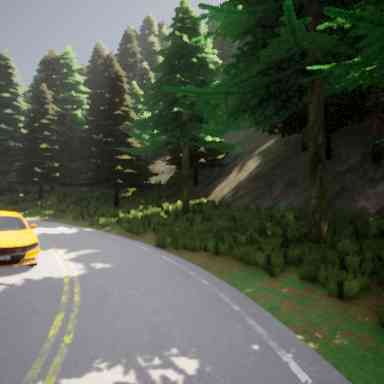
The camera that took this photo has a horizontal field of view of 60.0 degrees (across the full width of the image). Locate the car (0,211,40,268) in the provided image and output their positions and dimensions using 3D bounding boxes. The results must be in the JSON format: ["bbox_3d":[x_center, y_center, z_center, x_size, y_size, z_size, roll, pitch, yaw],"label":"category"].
[{"bbox_3d":[-6.267,1.377,10.772,1.882,1.535,5.008,1,1,-34],"label":"car"}]
